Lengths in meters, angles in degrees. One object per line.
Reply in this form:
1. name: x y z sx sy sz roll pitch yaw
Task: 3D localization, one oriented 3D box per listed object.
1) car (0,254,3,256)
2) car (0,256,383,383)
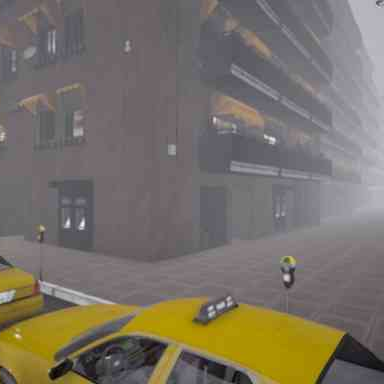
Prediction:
1. car: -4.616 1.452 6.030 4.829 1.417 1.752 1 0 36
2. car: -0.030 1.510 2.748 4.829 1.417 1.752 1 0 36
